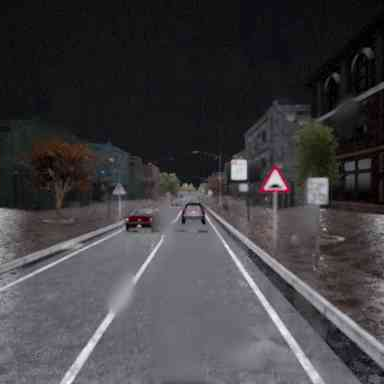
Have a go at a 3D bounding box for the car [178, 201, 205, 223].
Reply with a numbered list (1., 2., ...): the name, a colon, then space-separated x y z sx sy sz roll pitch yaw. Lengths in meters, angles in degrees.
1. car: 0.126 1.715 28.696 2.033 1.649 4.856 0 -1 0

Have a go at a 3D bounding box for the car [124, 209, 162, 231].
1. car: -3.074 1.772 21.600 1.895 1.301 4.718 0 -2 0

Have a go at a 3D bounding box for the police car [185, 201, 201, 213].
1. police car: 0.114 1.968 45.547 2.038 1.542 4.974 0 -1 0

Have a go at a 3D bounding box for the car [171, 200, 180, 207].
1. car: -2.950 2.175 63.752 1.994 1.385 4.181 0 0 1
